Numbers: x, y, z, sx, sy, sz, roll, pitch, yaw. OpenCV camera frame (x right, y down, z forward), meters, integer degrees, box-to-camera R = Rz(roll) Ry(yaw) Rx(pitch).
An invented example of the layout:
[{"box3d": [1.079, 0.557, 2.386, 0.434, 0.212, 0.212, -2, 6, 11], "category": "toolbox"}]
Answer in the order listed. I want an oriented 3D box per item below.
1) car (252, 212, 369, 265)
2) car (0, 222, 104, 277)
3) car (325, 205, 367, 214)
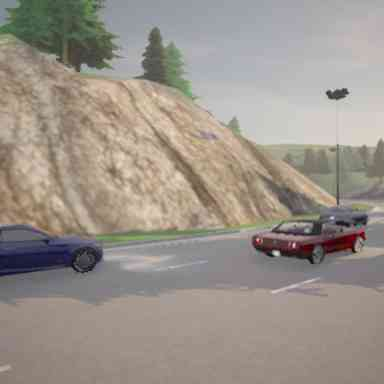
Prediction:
[{"box3d": [4.312, 1.609, 11.763, 4.718, 1.301, 1.895, 0, 0, -40], "category": "car"}, {"box3d": [-4.769, 1.561, 9.062, 4.674, 1.442, 1.812, 0, 0, -36], "category": "car"}, {"box3d": [10.087, 1.571, 21.954, 1.994, 1.385, 4.181, 0, 0, 45], "category": "car"}]
